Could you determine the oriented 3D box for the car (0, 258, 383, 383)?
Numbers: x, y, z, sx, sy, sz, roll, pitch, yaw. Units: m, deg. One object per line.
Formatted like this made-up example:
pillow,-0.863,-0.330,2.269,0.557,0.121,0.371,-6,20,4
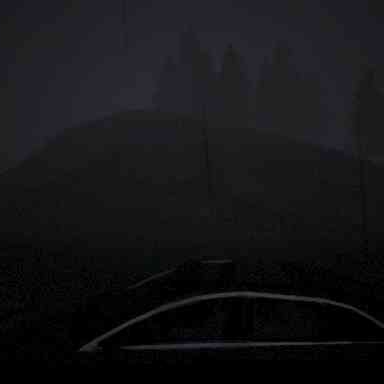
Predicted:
car,0.188,1.487,3.315,4.902,1.511,2.128,0,0,2
